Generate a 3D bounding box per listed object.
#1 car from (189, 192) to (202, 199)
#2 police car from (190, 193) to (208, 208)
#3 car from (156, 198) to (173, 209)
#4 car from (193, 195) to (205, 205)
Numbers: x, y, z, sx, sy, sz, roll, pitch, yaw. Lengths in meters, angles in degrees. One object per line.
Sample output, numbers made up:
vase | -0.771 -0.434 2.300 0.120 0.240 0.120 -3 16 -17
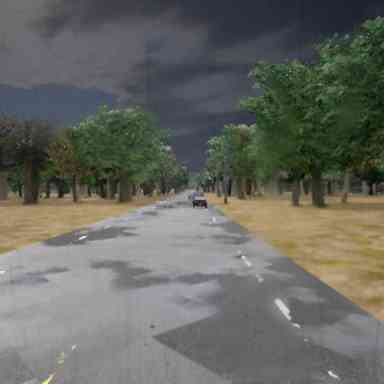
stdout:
car | 1.046 0.998 60.289 2.150 2.045 5.566 0 0 0
police car | 1.047 1.273 44.364 1.930 1.638 5.238 0 0 0
car | -3.591 1.452 43.419 1.895 1.301 4.718 0 0 0
car | 1.047 1.309 54.258 1.837 1.490 4.892 0 0 0
